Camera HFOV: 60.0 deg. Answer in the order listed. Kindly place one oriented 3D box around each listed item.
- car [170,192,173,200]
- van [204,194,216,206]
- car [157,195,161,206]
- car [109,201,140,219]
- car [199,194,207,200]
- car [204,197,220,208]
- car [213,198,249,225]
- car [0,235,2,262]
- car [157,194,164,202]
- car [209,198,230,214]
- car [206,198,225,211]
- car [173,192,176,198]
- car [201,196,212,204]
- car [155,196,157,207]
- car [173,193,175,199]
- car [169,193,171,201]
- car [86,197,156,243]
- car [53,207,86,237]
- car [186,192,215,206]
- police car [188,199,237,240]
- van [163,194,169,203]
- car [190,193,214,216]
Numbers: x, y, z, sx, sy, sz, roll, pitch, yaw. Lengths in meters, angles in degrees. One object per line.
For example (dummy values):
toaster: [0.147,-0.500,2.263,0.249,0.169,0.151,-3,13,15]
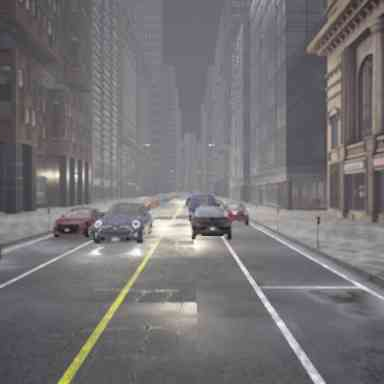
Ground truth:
car: [-5.796,1.261,73.617,1.967,1.590,4.097,0,0,0]
van: [2.741,1.215,51.223,1.690,1.788,3.998,0,0,0]
car: [-5.783,1.432,45.608,1.887,1.381,4.507,0,0,0]
car: [-5.774,1.510,28.803,1.802,1.307,4.206,0,0,0]
car: [2.723,1.339,84.836,1.887,1.381,4.507,0,0,0]
car: [2.743,1.432,45.621,1.887,1.381,4.507,0,0,0]
car: [2.754,1.382,23.212,1.967,1.590,4.097,0,0,0]
car: [-5.762,1.299,6.395,2.192,1.841,5.009,0,0,0]
car: [-5.785,1.419,51.211,1.887,1.381,4.507,0,0,0]
car: [2.748,1.439,34.587,1.752,1.417,4.829,0,0,0]
car: [2.745,1.446,40.019,1.887,1.381,4.507,0,0,0]
car: [-5.802,1.234,84.820,1.967,1.590,4.097,0,0,0]
car: [2.734,1.392,62.428,1.887,1.381,4.507,0,0,0]
car: [-5.779,1.341,40.006,1.967,1.590,4.097,0,0,0]
car: [-5.800,1.373,79.219,1.947,1.339,4.313,0,0,0]
car: [-5.794,1.416,68.015,1.802,1.307,4.206,0,0,0]
car: [-3.107,1.312,15.670,2.097,1.767,4.553,0,0,0]
car: [-5.769,1.500,17.600,1.887,1.381,4.507,0,0,0]
car: [0.807,1.156,26.913,2.150,2.045,5.566,0,0,-1]
police car: [0.891,1.382,17.002,1.930,1.638,5.238,0,0,0]
van: [-5.790,1.188,62.414,1.690,1.788,3.998,0,0,0]
car: [0.884,1.143,32.922,2.150,2.045,5.566,0,0,0]
